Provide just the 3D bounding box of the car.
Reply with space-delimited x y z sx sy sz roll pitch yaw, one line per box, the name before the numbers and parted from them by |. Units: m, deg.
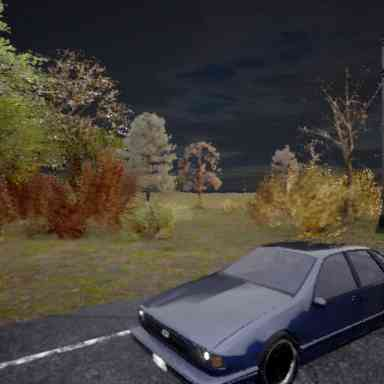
car | 1.808 1.527 5.306 5.357 1.411 2.033 0 0 -35
